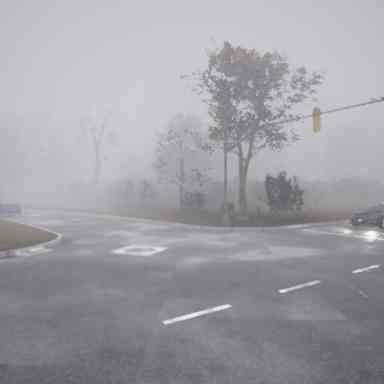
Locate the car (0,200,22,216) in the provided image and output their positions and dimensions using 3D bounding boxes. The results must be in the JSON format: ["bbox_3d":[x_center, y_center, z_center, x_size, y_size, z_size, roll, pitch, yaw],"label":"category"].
[{"bbox_3d":[-18.448,1.524,32.651,5.008,1.535,1.882,-1,0,43],"label":"car"}]

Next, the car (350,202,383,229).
[{"bbox_3d":[12.048,1.435,21.133,4.892,1.490,1.837,0,0,-33],"label":"car"}]
